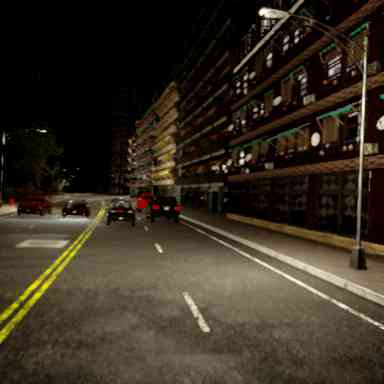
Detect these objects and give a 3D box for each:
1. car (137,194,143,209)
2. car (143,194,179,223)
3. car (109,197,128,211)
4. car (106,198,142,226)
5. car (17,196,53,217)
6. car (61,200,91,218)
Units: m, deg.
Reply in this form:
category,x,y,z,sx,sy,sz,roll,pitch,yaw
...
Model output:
category,x,y,z,sx,sy,sz,roll,pitch,yaw
car,-5.166,1.260,38.494,2.150,2.045,5.566,3,0,-13
car,-2.436,1.301,26.930,2.150,2.045,5.566,3,0,-13
car,-9.130,1.425,41.137,2.033,1.411,5.357,3,0,-14
car,-4.936,1.432,23.198,2.128,1.511,4.902,3,0,-12
car,-12.627,1.096,26.961,1.882,1.535,5.008,3,0,-13
car,-9.367,1.332,27.243,1.994,1.385,4.181,3,0,-13
